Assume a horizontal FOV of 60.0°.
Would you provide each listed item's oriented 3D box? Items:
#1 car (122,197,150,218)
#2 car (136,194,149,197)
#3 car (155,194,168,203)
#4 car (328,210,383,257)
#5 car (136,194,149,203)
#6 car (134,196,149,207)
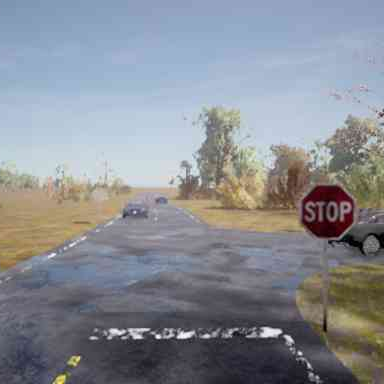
[{"bbox_3d":[-4.679,1.374,27.912,1.994,1.385,4.181,0,0,-6],"label":"car"},{"bbox_3d":[-5.675,1.276,36.568,1.812,1.442,4.674,0,0,-8],"label":"car"},{"bbox_3d":[-5.259,1.138,56.586,1.812,1.442,4.674,0,0,-8],"label":"car"},{"bbox_3d":[7.124,1.421,12.318,4.902,1.511,2.128,0,0,-14],"label":"car"},{"bbox_3d":[-8.567,1.094,57.589,2.128,1.511,4.902,0,1,-8],"label":"car"},{"bbox_3d":[-7.020,1.246,46.335,1.994,1.385,4.181,0,0,-8],"label":"car"}]
